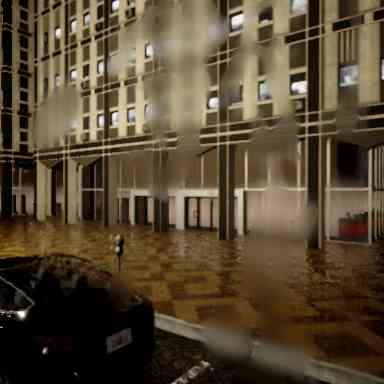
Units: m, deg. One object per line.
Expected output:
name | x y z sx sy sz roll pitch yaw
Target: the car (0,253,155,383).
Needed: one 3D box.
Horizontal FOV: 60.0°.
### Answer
car | -2.435 1.538 4.614 4.313 1.339 1.947 0 0 35
